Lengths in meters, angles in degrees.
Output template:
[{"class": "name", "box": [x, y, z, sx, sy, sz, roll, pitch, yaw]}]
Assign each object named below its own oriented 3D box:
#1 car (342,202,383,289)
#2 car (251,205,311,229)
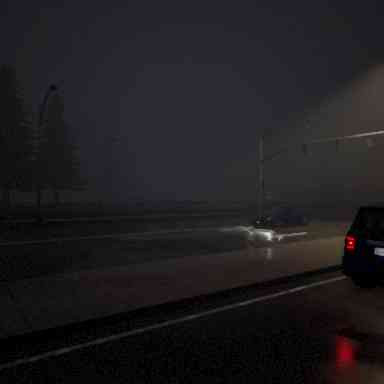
[{"class": "car", "box": [5.905, 1.261, 8.011, 5.566, 2.045, 2.150, 0, 0, -35]}, {"class": "car", "box": [6.062, 1.623, 22.318, 4.674, 1.442, 1.812, 0, 0, -36]}]
